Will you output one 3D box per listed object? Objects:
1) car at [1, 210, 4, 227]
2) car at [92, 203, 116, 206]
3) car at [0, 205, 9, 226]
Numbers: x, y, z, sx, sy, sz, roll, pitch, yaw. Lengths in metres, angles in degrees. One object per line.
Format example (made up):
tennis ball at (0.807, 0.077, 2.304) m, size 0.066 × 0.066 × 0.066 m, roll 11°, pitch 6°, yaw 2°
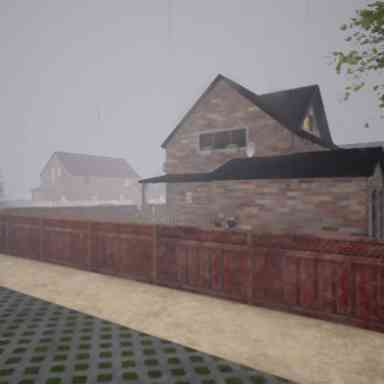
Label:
car at (-14.401, 1.576, 20.719) m, size 2.097 × 1.767 × 4.553 m, roll 0°, pitch 0°, yaw 32°
car at (-8.999, 1.860, 33.327) m, size 2.033 × 1.411 × 5.357 m, roll 0°, pitch 0°, yaw 35°
car at (-15.906, 1.745, 23.505) m, size 1.837 × 1.490 × 4.892 m, roll 0°, pitch 0°, yaw 34°
